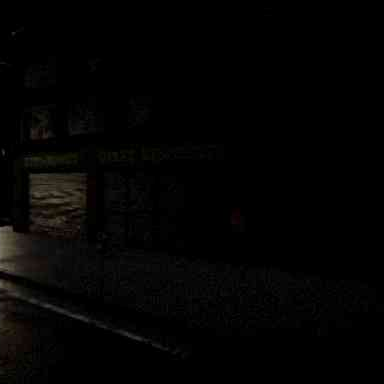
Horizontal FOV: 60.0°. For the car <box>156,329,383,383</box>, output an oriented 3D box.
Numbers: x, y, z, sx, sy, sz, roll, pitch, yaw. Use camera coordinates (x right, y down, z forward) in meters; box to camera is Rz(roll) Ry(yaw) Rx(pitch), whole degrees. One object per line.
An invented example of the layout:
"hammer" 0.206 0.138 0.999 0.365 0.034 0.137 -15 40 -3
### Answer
"car" 1.732 1.543 1.737 4.507 1.381 1.887 0 1 35
